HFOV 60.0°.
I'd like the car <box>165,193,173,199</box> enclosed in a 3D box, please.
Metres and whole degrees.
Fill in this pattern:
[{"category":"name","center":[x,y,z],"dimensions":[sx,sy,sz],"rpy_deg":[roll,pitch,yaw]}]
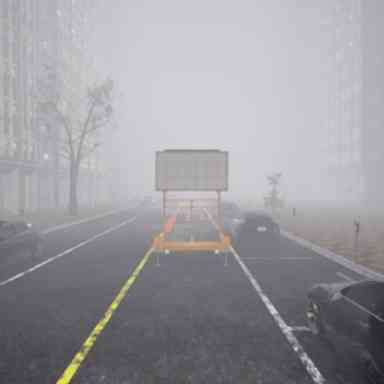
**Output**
[{"category":"car","center":[-5.724,0.897,82.536],"dimensions":[1.802,1.307,4.206],"rpy_deg":[-1,0,0]}]

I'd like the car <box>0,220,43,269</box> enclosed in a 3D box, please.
[{"category":"car","center":[-5.701,1.491,9.201],"dimensions":[1.947,1.339,4.313],"rpy_deg":[-1,0,0]}]

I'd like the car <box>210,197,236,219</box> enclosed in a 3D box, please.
[{"category":"car","center":[2.674,1.332,26.133],"dimensions":[1.887,1.381,4.507],"rpy_deg":[-1,0,0]}]

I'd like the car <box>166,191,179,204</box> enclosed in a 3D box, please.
[{"category":"car","center":[-3.048,1.059,51.013],"dimensions":[1.882,1.535,5.008],"rpy_deg":[0,0,0]}]

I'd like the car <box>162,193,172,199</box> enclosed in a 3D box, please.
[{"category":"car","center":[-5.723,0.890,76.725],"dimensions":[1.752,1.417,4.829],"rpy_deg":[-1,0,0]}]

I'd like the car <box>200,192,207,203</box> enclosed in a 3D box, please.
[{"category":"car","center":[2.665,1.099,54.346],"dimensions":[1.887,1.381,4.507],"rpy_deg":[-1,0,0]}]

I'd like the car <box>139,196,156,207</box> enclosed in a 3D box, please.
[{"category":"car","center":[-5.712,1.199,43.047],"dimensions":[2.008,1.369,4.403],"rpy_deg":[-1,0,0]}]

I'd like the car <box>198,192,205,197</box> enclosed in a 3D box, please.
[{"category":"car","center":[2.653,0.767,93.844],"dimensions":[2.008,1.369,4.403],"rpy_deg":[-1,1,0]}]

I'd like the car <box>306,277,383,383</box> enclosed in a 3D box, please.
[{"category":"car","center":[2.682,1.536,3.563],"dimensions":[1.947,1.339,4.313],"rpy_deg":[-1,0,0]}]

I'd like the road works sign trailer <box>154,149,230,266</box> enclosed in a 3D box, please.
[{"category":"road works sign trailer","center":[-0.002,0.374,11.103],"dimensions":[2.380,3.560,2.880],"rpy_deg":[0,0,0]}]

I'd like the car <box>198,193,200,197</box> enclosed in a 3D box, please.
[{"category":"car","center":[2.658,0.914,76.916],"dimensions":[2.008,1.369,4.403],"rpy_deg":[-1,0,0]}]

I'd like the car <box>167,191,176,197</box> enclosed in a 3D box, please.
[{"category":"car","center":[-5.731,0.532,93.816],"dimensions":[2.192,1.841,5.009],"rpy_deg":[-1,0,0]}]

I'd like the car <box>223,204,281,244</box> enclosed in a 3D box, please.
[{"category":"car","center":[2.678,1.445,14.849],"dimensions":[1.947,1.339,4.313],"rpy_deg":[-1,0,0]}]

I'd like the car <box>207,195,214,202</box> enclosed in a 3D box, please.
[{"category":"car","center":[2.672,1.265,31.945],"dimensions":[1.752,1.417,4.829],"rpy_deg":[-1,0,0]}]
